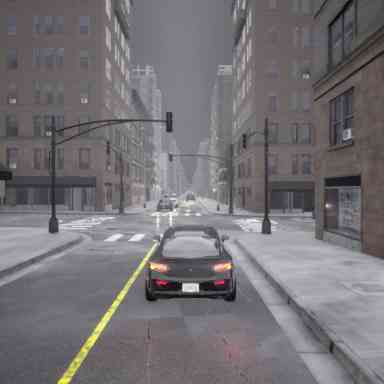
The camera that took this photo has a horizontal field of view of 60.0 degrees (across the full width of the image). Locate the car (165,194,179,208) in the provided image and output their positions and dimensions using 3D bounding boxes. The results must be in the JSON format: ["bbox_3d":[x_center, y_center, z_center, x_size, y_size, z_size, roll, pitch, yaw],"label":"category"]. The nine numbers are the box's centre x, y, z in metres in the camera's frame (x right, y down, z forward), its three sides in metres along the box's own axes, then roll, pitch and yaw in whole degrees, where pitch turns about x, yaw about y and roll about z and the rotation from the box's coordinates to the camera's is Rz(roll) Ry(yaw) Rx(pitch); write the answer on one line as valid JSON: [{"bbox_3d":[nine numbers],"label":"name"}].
[{"bbox_3d":[-3.285,1.294,50.854,2.150,2.045,5.566,0,0,0],"label":"car"}]

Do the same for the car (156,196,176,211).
[{"bbox_3d":[-3.264,1.557,40.800,1.837,1.490,4.892,0,0,-2],"label":"car"}]

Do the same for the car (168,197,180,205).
[{"bbox_3d":[-3.293,1.641,61.433,2.033,1.411,5.357,0,0,0],"label":"car"}]

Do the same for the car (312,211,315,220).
[{"bbox_3d":[12.257,1.722,26.824,5.008,1.535,1.882,1,0,-1],"label":"car"}]

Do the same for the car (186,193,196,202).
[{"bbox_3d":[-0.306,1.360,81.732,2.150,2.045,5.566,0,0,0],"label":"car"}]

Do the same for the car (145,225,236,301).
[{"bbox_3d":[-0.024,1.527,8.196,1.812,1.442,4.674,0,0,0],"label":"car"}]
